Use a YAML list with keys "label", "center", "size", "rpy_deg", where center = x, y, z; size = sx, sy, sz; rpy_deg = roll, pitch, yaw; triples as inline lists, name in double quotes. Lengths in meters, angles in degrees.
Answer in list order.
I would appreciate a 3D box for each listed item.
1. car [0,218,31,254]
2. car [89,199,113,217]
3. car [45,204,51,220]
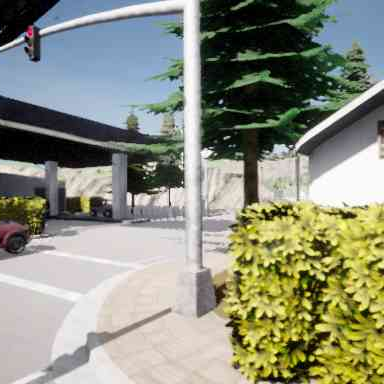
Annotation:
- label: "car"
  center: [-7.602, 1.406, 10.863]
  size: [1.994, 1.385, 4.181]
  rpy_deg: [-1, -1, 35]
- label: "car"
  center: [-8.796, 1.650, 33.994]
  size: [3.866, 1.878, 1.905]
  rpy_deg: [-1, -1, 35]
- label: "car"
  center: [-15.601, 1.872, 31.862]
  size: [4.611, 1.667, 2.242]
  rpy_deg: [-1, -1, 35]
